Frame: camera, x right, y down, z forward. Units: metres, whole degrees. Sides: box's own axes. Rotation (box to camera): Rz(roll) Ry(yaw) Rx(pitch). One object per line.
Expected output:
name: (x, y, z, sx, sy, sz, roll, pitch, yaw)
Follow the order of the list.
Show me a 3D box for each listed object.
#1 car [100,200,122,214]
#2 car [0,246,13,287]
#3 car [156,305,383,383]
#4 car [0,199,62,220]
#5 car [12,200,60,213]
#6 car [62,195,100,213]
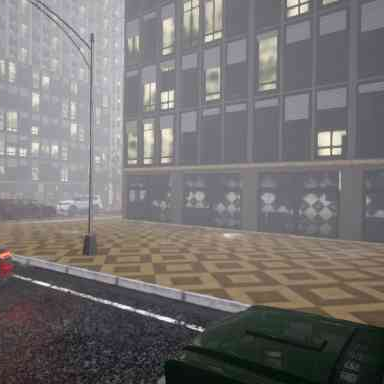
car: (-8.052, 1.830, 39.169, 1.752, 1.417, 4.829, 1, 0, 36)
car: (-6.093, 1.521, 7.998, 4.674, 1.442, 1.812, 0, 0, 35)
car: (2.016, 1.601, 2.248, 4.718, 1.301, 1.895, 0, 0, 35)
car: (-14.831, 1.519, 29.944, 2.192, 1.841, 5.009, 1, 0, 36)
car: (-18.347, 1.643, 39.312, 1.752, 1.417, 4.829, 1, 0, 36)
car: (-13.781, 1.417, 41.130, 2.150, 2.045, 5.566, 1, 0, 36)
